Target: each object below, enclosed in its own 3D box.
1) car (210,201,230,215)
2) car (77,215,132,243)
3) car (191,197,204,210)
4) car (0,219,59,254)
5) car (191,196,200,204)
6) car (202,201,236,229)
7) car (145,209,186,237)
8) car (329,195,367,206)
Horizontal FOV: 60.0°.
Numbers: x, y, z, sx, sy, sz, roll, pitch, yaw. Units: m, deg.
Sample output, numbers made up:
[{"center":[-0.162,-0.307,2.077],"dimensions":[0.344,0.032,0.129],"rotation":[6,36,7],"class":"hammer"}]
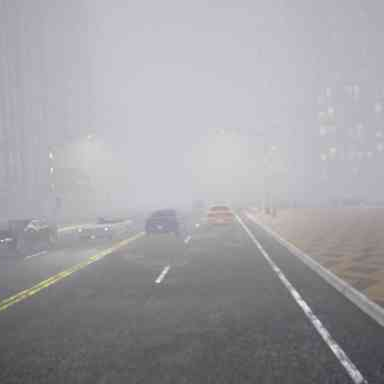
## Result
[{"center":[3.202,1.762,37.972],"dimensions":[1.994,1.385,4.181],"rotation":[-4,-2,5],"class":"car"},{"center":[-5.015,2.072,19.631],"dimensions":[1.895,1.301,4.718],"rotation":[-3,-1,5],"class":"car"},{"center":[1.093,1.868,51.430],"dimensions":[1.882,1.535,5.008],"rotation":[-3,0,5],"class":"car"},{"center":[-8.529,2.138,16.659],"dimensions":[2.128,1.511,4.902],"rotation":[-3,-1,5],"class":"car"},{"center":[1.027,2.143,90.789],"dimensions":[2.097,1.767,4.553],"rotation":[-3,-1,5],"class":"car"},{"center":[1.924,1.576,22.589],"dimensions":[1.882,1.535,5.008],"rotation":[-3,0,5],"class":"car"},{"center":[-1.517,1.753,20.276],"dimensions":[1.882,1.535,5.008],"rotation":[-3,0,5],"class":"car"},{"center":[19.380,1.097,41.413],"dimensions":[4.403,1.369,2.008],"rotation":[-3,0,4],"class":"car"}]
